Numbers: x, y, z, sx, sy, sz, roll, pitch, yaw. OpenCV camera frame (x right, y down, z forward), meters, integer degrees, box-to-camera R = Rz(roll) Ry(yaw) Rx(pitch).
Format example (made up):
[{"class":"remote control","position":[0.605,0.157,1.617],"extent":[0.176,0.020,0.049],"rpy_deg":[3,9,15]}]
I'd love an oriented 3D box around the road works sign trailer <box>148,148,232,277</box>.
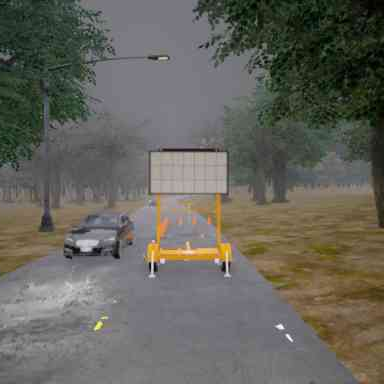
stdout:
[{"class":"road works sign trailer","position":[-0.099,0.474,10.234],"extent":[2.380,3.560,2.880],"rpy_deg":[0,0,-2]}]

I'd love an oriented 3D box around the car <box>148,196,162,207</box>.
[{"class":"car","position":[-6.068,1.511,54.918],"extent":[2.097,1.767,4.553],"rpy_deg":[0,0,-5]}]

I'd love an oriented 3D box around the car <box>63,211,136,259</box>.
[{"class":"car","position":[-3.324,1.503,12.708],"extent":[2.128,1.511,4.902],"rpy_deg":[0,0,-2]}]
